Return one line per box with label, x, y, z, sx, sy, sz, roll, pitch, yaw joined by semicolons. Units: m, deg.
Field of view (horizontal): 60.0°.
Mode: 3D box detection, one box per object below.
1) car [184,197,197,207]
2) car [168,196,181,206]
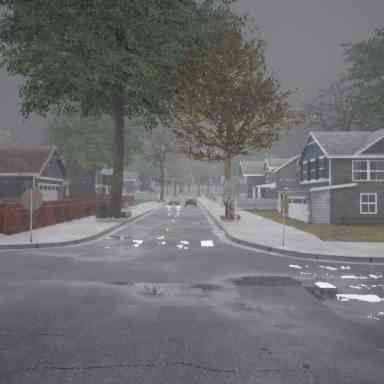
car;-0.223;1.519;51.847;1.837;1.490;4.892;0;0;0
car;-2.993;1.520;56.425;1.837;1.490;4.892;0;0;0
